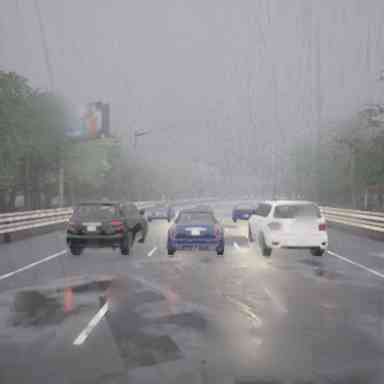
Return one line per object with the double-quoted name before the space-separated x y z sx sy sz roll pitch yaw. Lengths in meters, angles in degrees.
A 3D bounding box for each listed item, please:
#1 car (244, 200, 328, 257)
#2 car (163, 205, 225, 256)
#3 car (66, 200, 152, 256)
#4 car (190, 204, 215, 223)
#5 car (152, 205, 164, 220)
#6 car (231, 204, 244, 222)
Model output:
"car" 3.688 1.348 13.707 2.150 2.045 5.566 0 0 2
"car" 0.194 1.482 13.871 2.097 1.767 4.553 0 -1 2
"car" -3.308 1.348 13.926 2.150 2.045 5.566 0 0 2
"car" 0.953 1.841 28.911 1.994 1.385 4.181 0 0 4
"car" -2.569 1.821 28.806 2.033 1.411 5.357 0 -1 4
"car" 4.457 1.754 28.813 1.882 1.535 5.008 0 0 4
